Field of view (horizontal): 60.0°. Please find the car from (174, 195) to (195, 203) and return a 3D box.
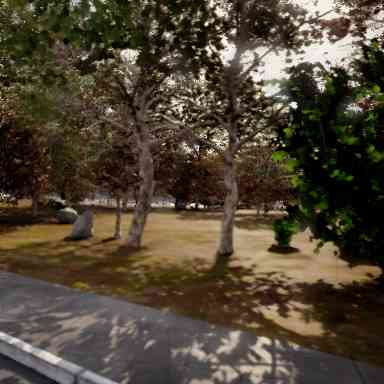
[{"bbox_3d":[-2.536,2.029,93.833,2.435,2.045,5.566,5,1,42],"label":"car"}]
